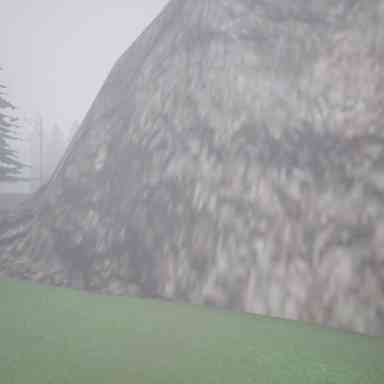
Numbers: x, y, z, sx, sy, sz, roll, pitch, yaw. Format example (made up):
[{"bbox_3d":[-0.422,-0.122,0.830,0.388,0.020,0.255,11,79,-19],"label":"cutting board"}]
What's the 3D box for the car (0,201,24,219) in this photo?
[{"bbox_3d":[-16.090,1.492,26.666,2.128,1.511,4.902,0,0,29],"label":"car"}]
